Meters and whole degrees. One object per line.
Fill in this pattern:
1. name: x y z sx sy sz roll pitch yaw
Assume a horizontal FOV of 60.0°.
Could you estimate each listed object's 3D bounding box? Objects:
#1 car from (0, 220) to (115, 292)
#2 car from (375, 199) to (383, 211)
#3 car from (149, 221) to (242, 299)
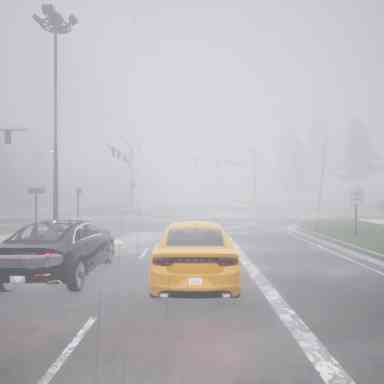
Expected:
1. car: -3.421 1.492 8.928 2.128 1.511 4.902 0 0 0
2. car: 24.685 1.221 39.110 5.566 2.045 2.150 0 0 -1
3. car: 0.071 1.478 8.543 1.882 1.535 5.008 0 0 0
